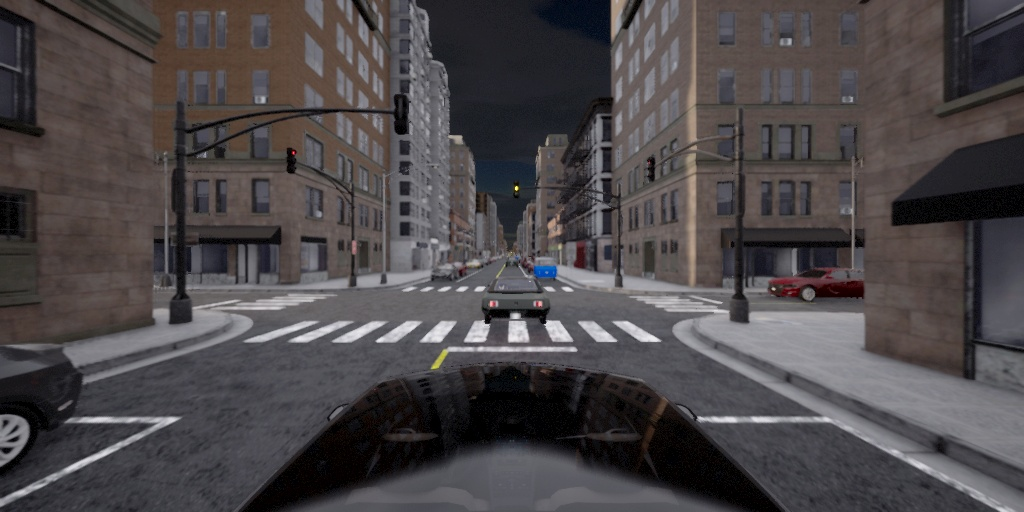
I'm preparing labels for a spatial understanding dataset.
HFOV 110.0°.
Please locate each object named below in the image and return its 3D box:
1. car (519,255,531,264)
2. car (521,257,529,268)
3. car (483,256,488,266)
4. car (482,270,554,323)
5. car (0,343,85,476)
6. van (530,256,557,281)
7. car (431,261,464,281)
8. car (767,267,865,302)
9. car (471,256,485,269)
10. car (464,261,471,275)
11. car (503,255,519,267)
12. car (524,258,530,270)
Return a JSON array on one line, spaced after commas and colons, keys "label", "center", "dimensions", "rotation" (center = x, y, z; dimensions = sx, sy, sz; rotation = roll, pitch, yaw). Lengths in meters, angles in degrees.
[{"label": "car", "center": [2.635, 0.909, 57.417], "dimensions": [2.192, 1.841, 5.009], "rotation": [0, 0, 0]}, {"label": "car", "center": [2.635, 1.196, 51.736], "dimensions": [1.802, 1.307, 4.207], "rotation": [0, 0, 0]}, {"label": "car", "center": [-5.390, 1.161, 57.411], "dimensions": [1.948, 1.339, 4.313], "rotation": [0, 0, 0]}, {"label": "car", "center": [0.105, 1.329, 11.926], "dimensions": [1.895, 1.301, 4.718], "rotation": [0, 0, 0]}, {"label": "car", "center": [-5.387, 1.300, 1.919], "dimensions": [2.007, 1.370, 4.403], "rotation": [0, 0, 0]}, {"label": "van", "center": [2.636, 1.018, 29.010], "dimensions": [1.690, 1.789, 3.998], "rotation": [0, 0, 0]}, {"label": "car", "center": [-5.389, 1.228, 29.001], "dimensions": [2.007, 1.370, 4.403], "rotation": [0, 0, 0]}, {"label": "car", "center": [14.814, 1.286, 16.851], "dimensions": [5.008, 1.535, 1.882], "rotation": [0, 0, 1]}, {"label": "car", "center": [-5.390, 1.139, 51.559], "dimensions": [1.751, 1.417, 4.829], "rotation": [0, 0, 0]}, {"label": "car", "center": [-5.389, 1.208, 34.683], "dimensions": [1.888, 1.381, 4.507], "rotation": [0, 0, 0]}, {"label": "car", "center": [-0.003, 0.943, 58.690], "dimensions": [2.097, 1.767, 4.553], "rotation": [0, 0, 0]}, {"label": "car", "center": [2.635, 1.229, 40.372], "dimensions": [1.802, 1.307, 4.207], "rotation": [0, 0, 0]}]
